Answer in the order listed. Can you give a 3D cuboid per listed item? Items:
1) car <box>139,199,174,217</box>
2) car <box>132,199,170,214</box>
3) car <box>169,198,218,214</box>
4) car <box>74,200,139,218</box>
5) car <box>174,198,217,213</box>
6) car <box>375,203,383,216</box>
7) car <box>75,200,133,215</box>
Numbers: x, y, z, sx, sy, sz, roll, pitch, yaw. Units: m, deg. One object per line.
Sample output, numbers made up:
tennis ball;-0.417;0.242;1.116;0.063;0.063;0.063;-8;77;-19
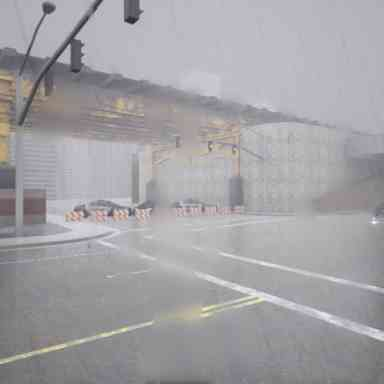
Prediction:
car;-3.766;1.452;31.511;2.038;1.542;4.974;0;0;18
car;-3.750;1.295;31.561;1.853;1.218;4.536;0;0;18
car;0.142;1.452;35.273;4.974;1.542;2.038;0;0;-7
car;-7.509;1.453;28.824;4.974;1.542;2.038;0;0;8
car;0.091;1.295;35.267;4.536;1.218;1.853;0;0;-7
car;19.177;1.477;31.459;5.008;1.535;1.882;0;0;-37
car;-7.560;1.295;28.831;4.536;1.218;1.853;0;0;8
